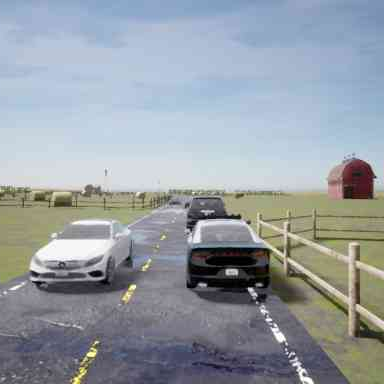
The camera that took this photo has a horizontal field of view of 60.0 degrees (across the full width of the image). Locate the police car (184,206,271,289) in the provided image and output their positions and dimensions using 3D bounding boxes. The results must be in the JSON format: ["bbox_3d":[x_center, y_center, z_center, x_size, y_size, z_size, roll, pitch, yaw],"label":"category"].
[{"bbox_3d":[0.802,1.424,9.340,1.930,1.638,5.238,0,0,0],"label":"police car"}]

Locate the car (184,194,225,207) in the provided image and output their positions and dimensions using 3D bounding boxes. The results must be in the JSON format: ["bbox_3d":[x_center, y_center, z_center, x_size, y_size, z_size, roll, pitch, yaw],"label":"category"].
[{"bbox_3d":[0.779,1.222,19.259,2.150,2.045,5.566,0,0,0],"label":"car"}]

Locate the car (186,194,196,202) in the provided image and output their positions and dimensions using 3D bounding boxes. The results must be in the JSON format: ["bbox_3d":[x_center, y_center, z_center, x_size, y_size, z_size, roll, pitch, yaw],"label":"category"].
[{"bbox_3d":[-0.163,1.257,71.673,2.097,1.767,4.553,0,0,0],"label":"car"}]

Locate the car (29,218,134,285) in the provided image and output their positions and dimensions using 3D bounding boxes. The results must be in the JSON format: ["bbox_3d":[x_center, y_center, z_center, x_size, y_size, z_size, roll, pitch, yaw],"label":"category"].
[{"bbox_3d":[-2.872,1.525,9.637,1.812,1.442,4.674,0,0,0],"label":"car"}]

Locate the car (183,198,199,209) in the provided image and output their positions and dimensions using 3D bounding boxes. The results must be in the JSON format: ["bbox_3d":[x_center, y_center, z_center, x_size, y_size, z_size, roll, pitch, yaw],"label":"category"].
[{"bbox_3d":[-0.077,1.540,46.080,2.033,1.411,5.357,0,0,0],"label":"car"}]

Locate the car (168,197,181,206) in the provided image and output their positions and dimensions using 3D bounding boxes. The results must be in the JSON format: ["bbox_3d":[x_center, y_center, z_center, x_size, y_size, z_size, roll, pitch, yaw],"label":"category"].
[{"bbox_3d":[-2.877,1.553,55.744,1.994,1.385,4.181,0,0,0],"label":"car"}]

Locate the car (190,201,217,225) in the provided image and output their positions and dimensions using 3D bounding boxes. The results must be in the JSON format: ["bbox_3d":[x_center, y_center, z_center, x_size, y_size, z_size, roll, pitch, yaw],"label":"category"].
[{"bbox_3d":[0.766,1.502,25.230,1.837,1.490,4.892,0,0,0],"label":"car"}]
